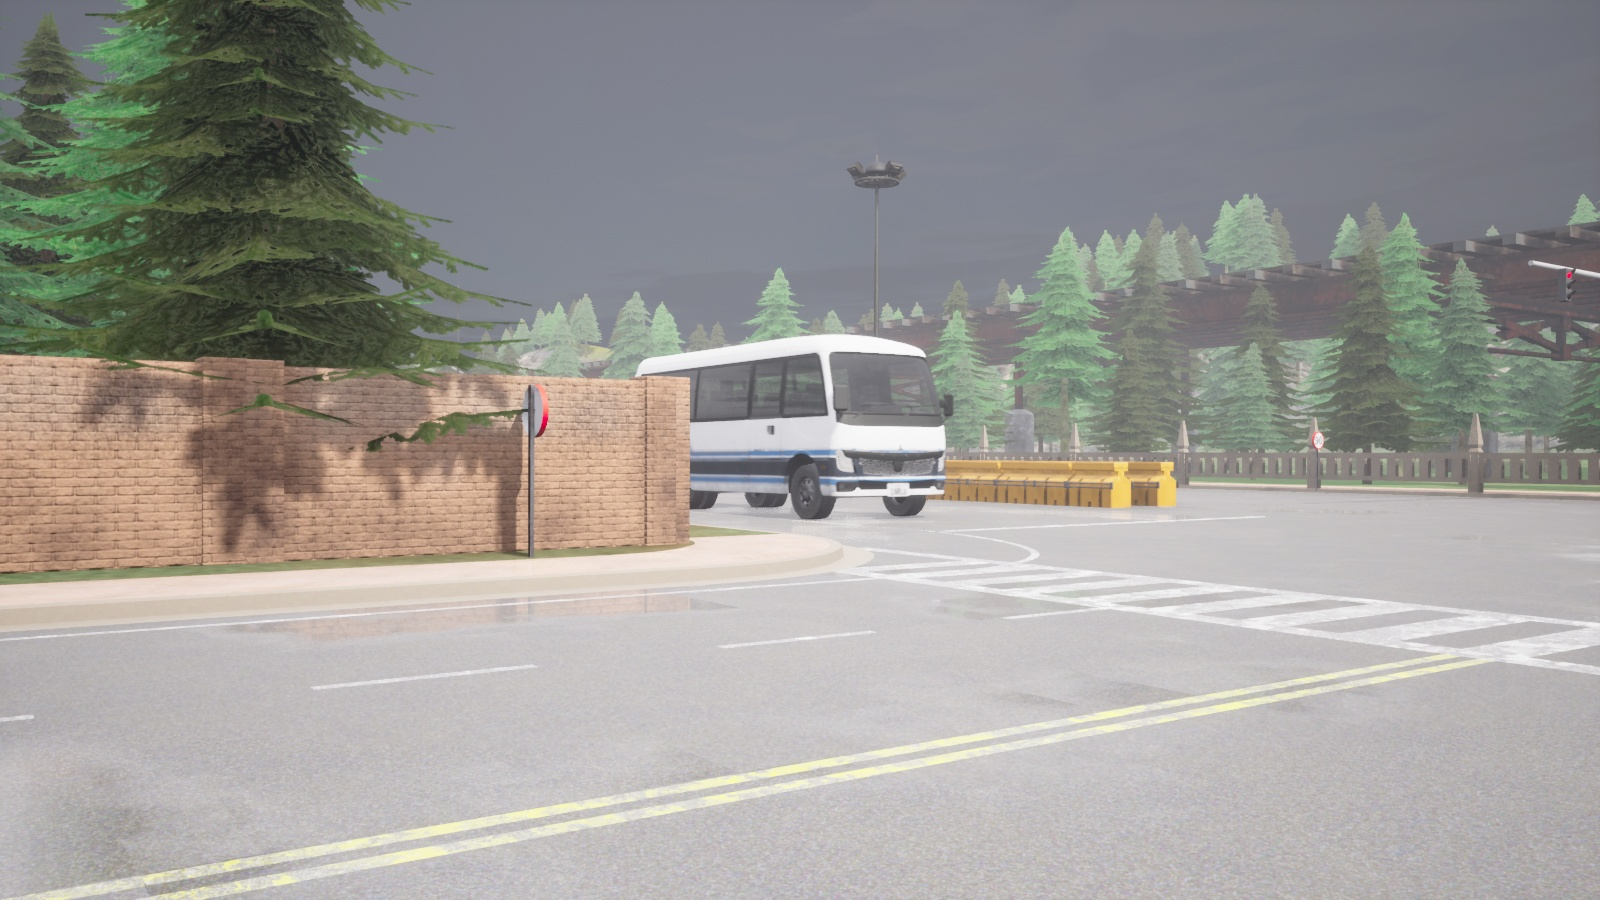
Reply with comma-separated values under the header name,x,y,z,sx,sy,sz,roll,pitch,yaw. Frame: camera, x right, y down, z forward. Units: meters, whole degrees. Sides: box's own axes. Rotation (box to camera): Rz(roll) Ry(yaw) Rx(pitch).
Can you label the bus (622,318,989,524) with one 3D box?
name,x,y,z,sx,sy,sz,roll,pitch,yaw
bus,-0.329,-0.554,31.263,3.944,4.253,10.273,0,-1,-35
